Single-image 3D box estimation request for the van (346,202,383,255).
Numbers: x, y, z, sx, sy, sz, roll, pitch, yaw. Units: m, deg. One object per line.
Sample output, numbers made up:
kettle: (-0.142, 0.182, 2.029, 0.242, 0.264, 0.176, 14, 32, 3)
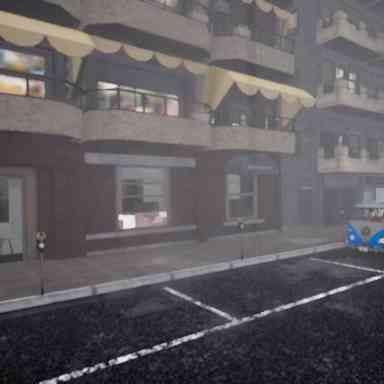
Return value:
van: (7.054, 1.241, 11.595, 3.998, 1.788, 1.690, -1, 0, -35)
